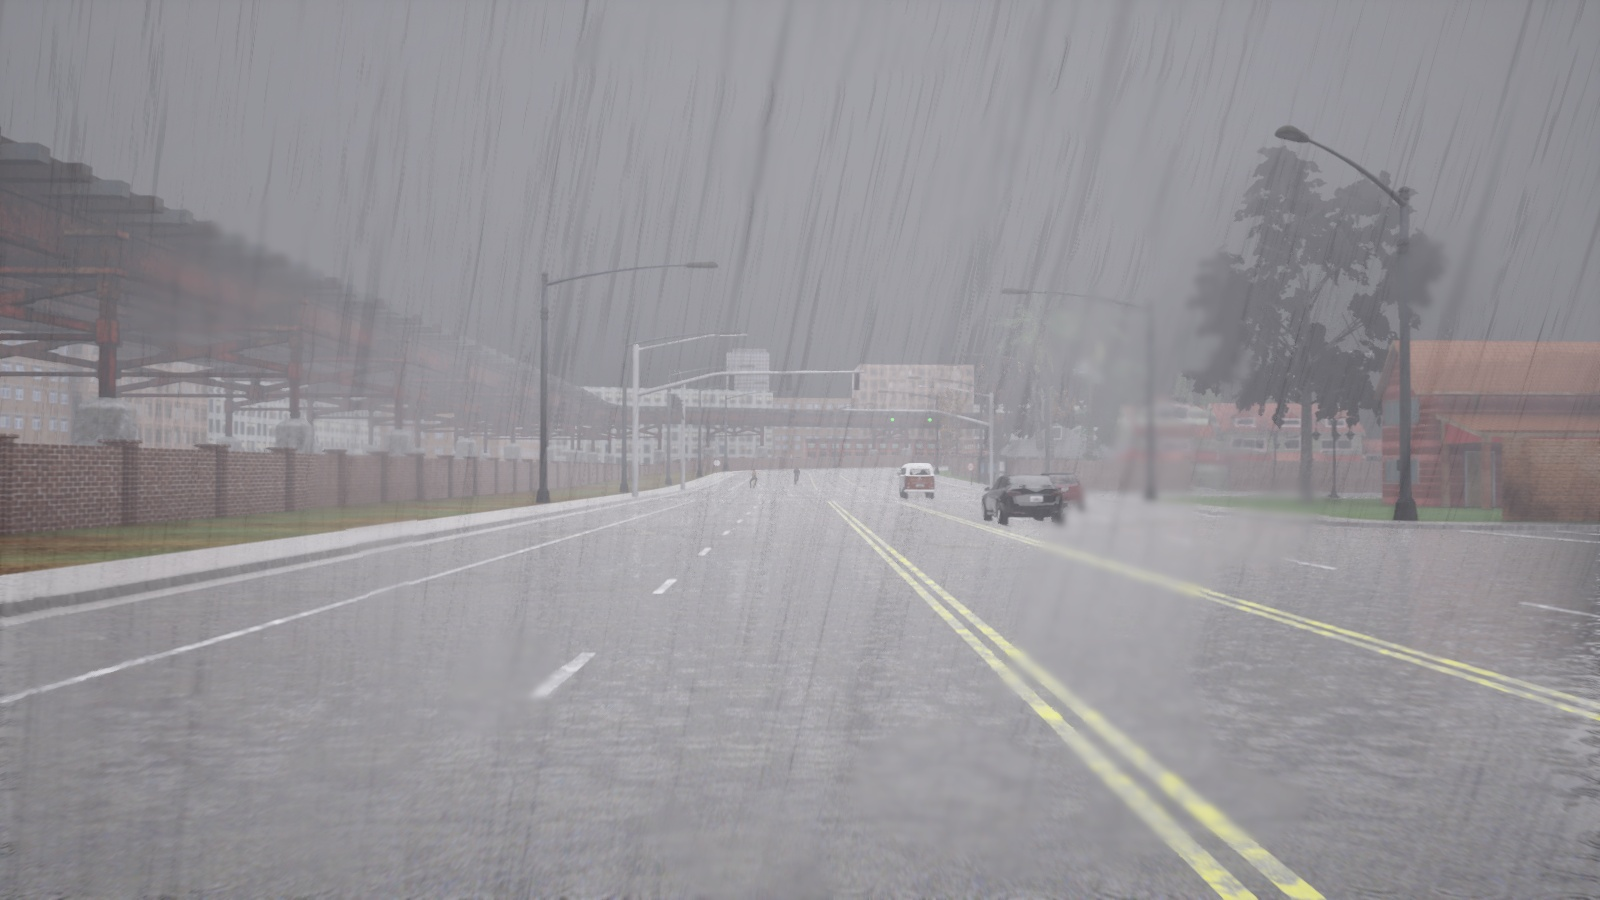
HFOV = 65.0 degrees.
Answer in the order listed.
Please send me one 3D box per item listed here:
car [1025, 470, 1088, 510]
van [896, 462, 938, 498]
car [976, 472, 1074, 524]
[{"bbox_3d":[10.369,1.605,50.956,1.789,1.549,3.705,0,-1,0],"label":"car"},{"bbox_3d":[6.811,1.740,73.498,2.069,2.038,4.480,0,-1,0],"label":"van"},{"bbox_3d":[6.848,1.436,38.767,2.163,1.488,4.792,0,-1,0],"label":"car"}]
